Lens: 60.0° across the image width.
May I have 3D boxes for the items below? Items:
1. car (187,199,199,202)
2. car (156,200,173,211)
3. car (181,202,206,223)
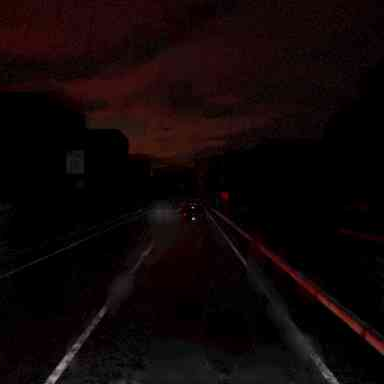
[{"bbox_3d":[0.107,1.666,42.919,1.837,1.490,4.892,0,0,0],"label":"car"},{"bbox_3d":[-3.579,1.729,43.739,1.994,1.385,4.181,0,0,0],"label":"car"},{"bbox_3d":[0.108,1.682,26.496,1.895,1.301,4.718,0,0,0],"label":"car"}]
